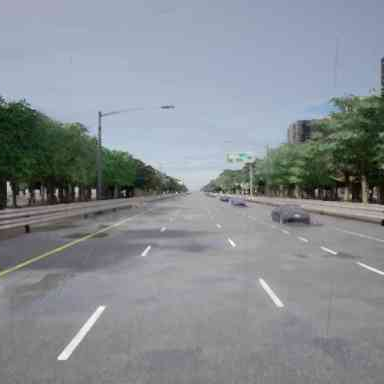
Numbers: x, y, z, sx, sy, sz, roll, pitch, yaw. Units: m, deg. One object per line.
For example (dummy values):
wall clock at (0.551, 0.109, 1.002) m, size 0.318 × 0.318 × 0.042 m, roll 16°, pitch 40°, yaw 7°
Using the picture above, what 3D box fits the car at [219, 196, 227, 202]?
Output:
car at (7.320, 1.530, 76.159) m, size 1.994 × 1.385 × 4.181 m, roll 0°, pitch 0°, yaw 0°

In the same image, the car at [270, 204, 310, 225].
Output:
car at (7.035, 1.571, 24.175) m, size 1.994 × 1.385 × 4.181 m, roll 0°, pitch 0°, yaw 0°

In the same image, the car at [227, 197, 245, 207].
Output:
car at (7.154, 1.548, 52.020) m, size 2.033 × 1.411 × 5.357 m, roll 0°, pitch 0°, yaw 0°
